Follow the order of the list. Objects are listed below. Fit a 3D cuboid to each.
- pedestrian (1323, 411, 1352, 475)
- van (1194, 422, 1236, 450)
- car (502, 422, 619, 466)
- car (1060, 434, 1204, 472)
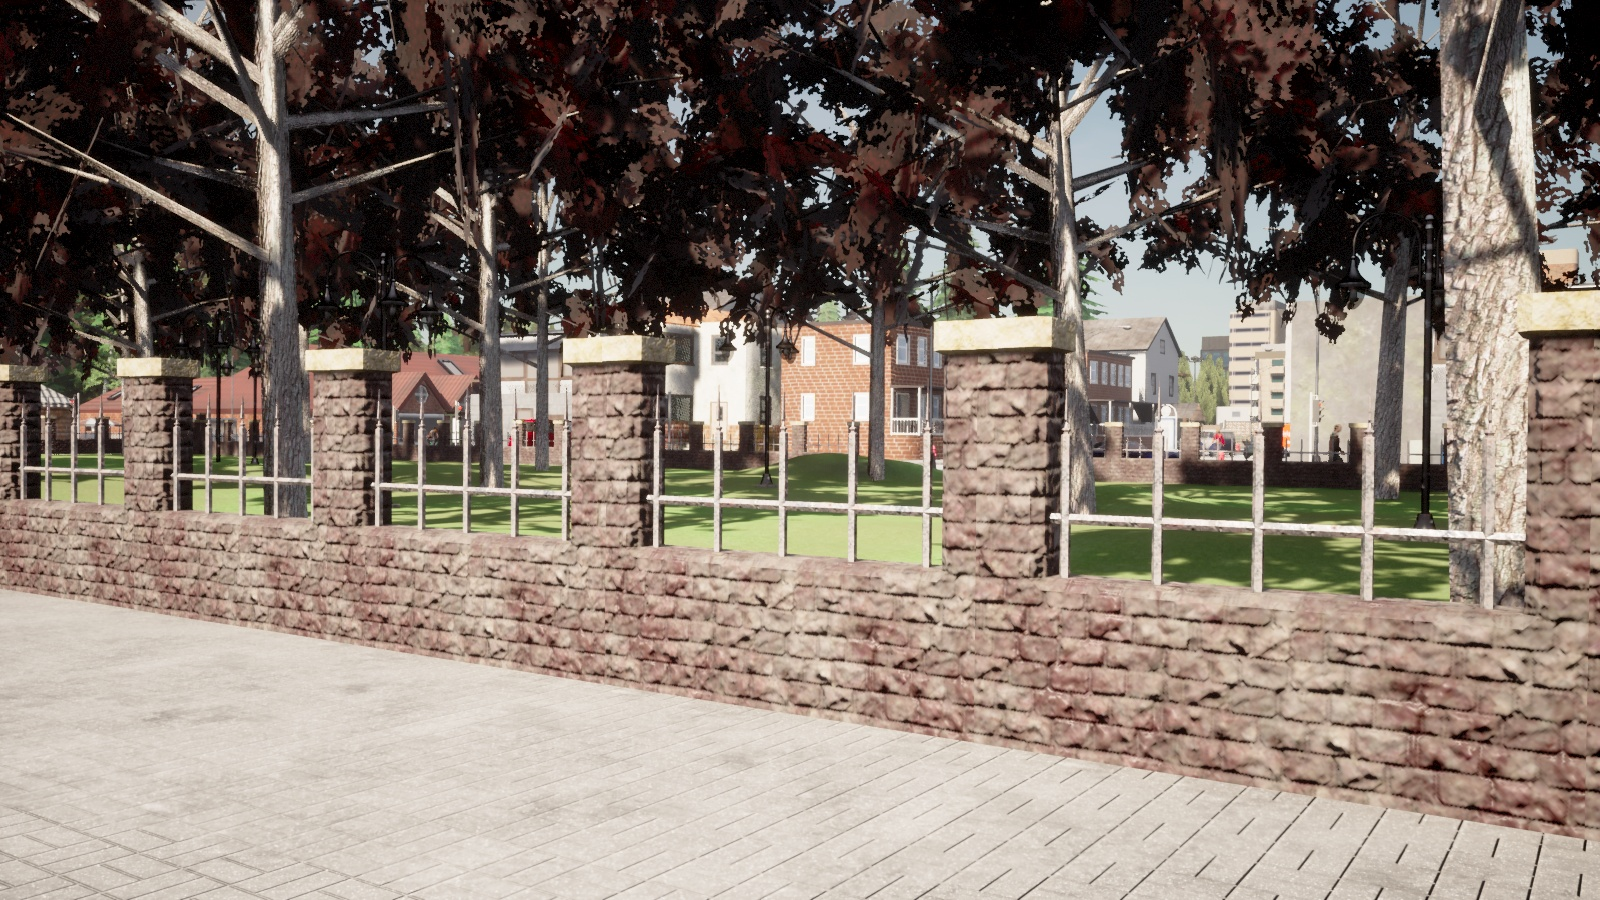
[{"bbox_3d":[15.772,-0.205,36.877,0.720,1.854,0.376,0,1,33],"label":"pedestrian"},{"bbox_3d":[30.032,-1.027,90.773,1.775,1.987,4.442,0,1,34],"label":"van"},{"bbox_3d":[-11.776,-0.282,61.560,5.566,2.045,2.150,0,1,31],"label":"car"},{"bbox_3d":[12.052,0.098,45.770,4.718,1.301,1.895,0,1,39],"label":"car"}]
